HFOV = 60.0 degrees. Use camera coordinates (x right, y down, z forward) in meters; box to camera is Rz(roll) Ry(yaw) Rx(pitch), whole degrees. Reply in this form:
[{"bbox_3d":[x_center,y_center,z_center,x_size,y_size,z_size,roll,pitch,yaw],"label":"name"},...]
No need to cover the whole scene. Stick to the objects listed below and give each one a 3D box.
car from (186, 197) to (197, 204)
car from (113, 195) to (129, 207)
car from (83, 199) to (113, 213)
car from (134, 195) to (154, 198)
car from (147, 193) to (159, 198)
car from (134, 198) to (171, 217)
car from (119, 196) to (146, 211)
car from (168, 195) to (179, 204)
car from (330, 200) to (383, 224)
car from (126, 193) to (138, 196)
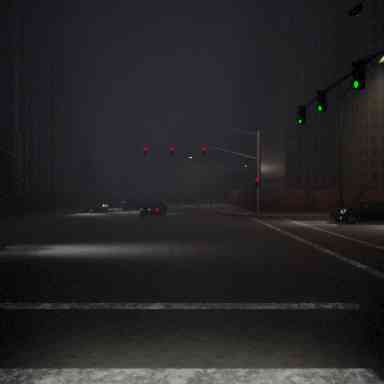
[{"bbox_3d":[-0.124,1.564,64.935,1.994,1.385,4.181,0,0,0],"label":"car"},{"bbox_3d":[-10.687,1.547,47.617,2.033,1.411,5.357,0,0,0],"label":"car"},{"bbox_3d":[-10.707,1.547,37.542,2.033,1.411,5.357,0,0,-3],"label":"car"},{"bbox_3d":[-7.185,1.525,49.629,1.812,1.442,4.674,0,0,0],"label":"car"},{"bbox_3d":[-7.158,1.221,60.156,2.150,2.045,5.566,0,0,1],"label":"car"},{"bbox_3d":[-3.500,1.547,30.804,2.033,1.411,5.357,0,0,3],"label":"car"},{"bbox_3d":[-7.156,1.526,40.535,1.812,1.442,4.674,0,0,-1],"label":"car"},{"bbox_3d":[-3.624,1.352,64.898,2.097,1.767,4.553,0,0,0],"label":"car"},{"bbox_3d":[12.368,1.352,23.875,4.553,1.767,2.097,0,0,0],"label":"car"},{"bbox_3d":[-10.669,1.221,58.307,2.150,2.045,5.566,0,0,0],"label":"car"}]
